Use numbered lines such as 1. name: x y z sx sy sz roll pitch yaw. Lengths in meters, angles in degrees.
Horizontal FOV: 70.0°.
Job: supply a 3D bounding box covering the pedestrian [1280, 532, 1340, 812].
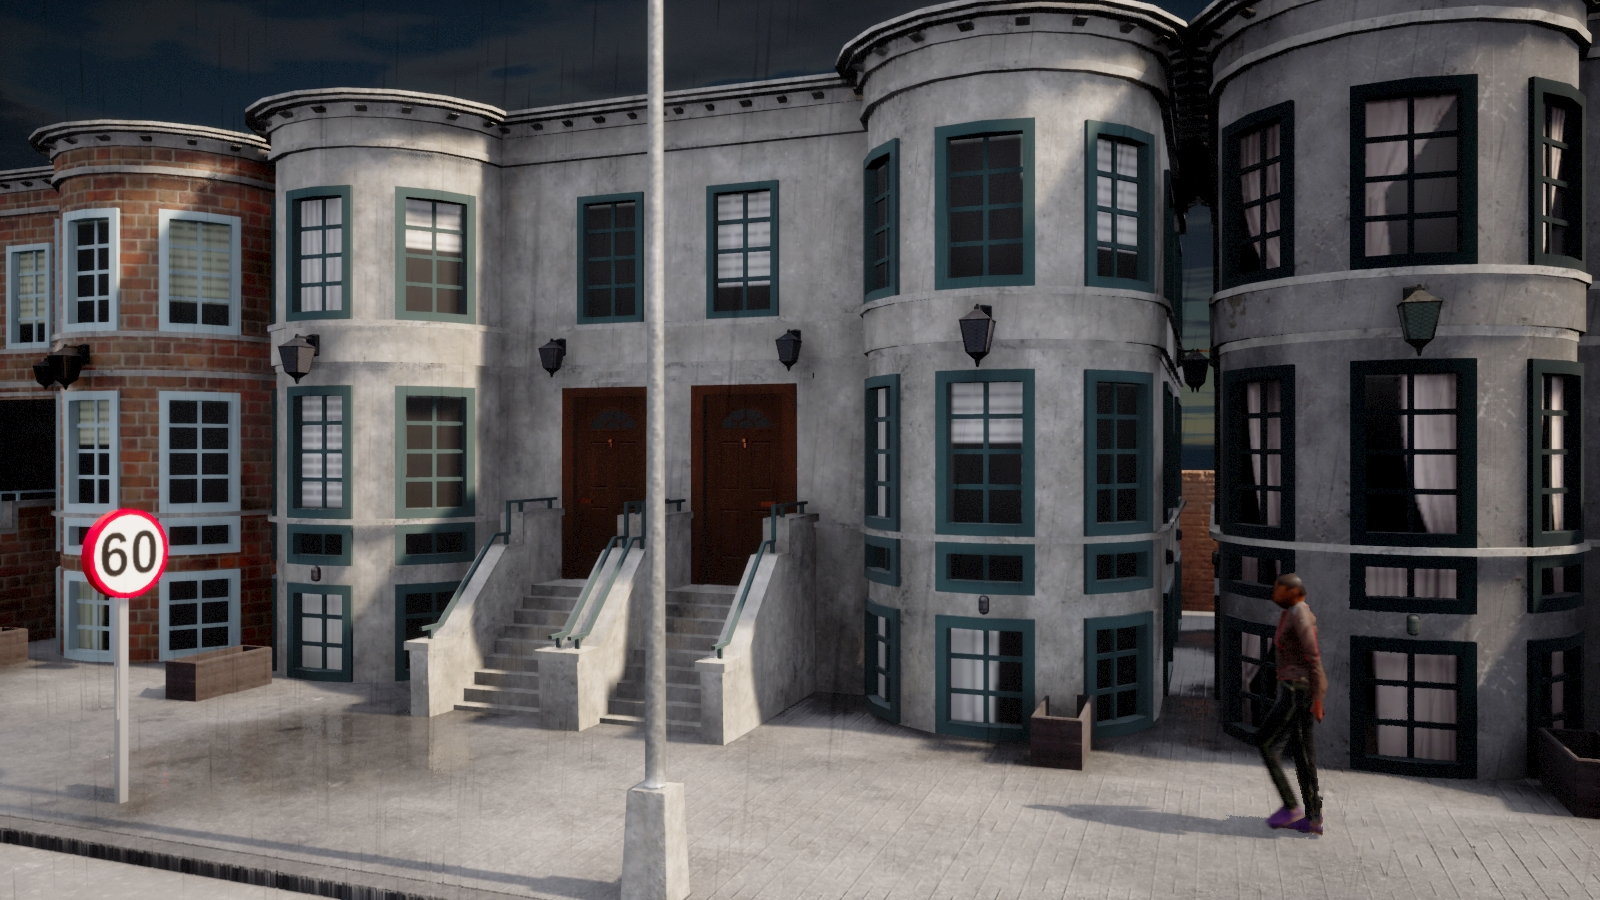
1. pedestrian: 3.564 1.524 7.990 0.375 1.860 0.375 0 0 24
